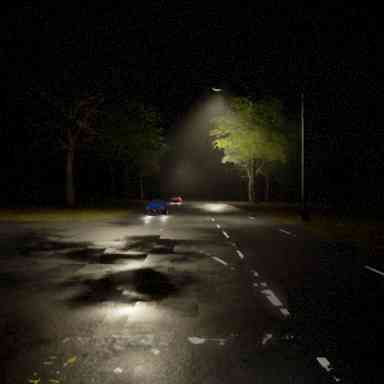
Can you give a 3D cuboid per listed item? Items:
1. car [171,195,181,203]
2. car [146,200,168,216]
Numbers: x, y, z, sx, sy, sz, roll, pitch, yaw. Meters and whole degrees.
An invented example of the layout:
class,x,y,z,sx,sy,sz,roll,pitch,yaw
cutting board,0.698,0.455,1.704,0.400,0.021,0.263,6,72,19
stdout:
class,x,y,z,sx,sy,sz,roll,pitch,yaw
car,-3.572,1.564,73.827,2.097,1.767,4.553,0,0,1
car,-3.542,1.535,34.097,1.882,1.535,5.008,0,0,0
